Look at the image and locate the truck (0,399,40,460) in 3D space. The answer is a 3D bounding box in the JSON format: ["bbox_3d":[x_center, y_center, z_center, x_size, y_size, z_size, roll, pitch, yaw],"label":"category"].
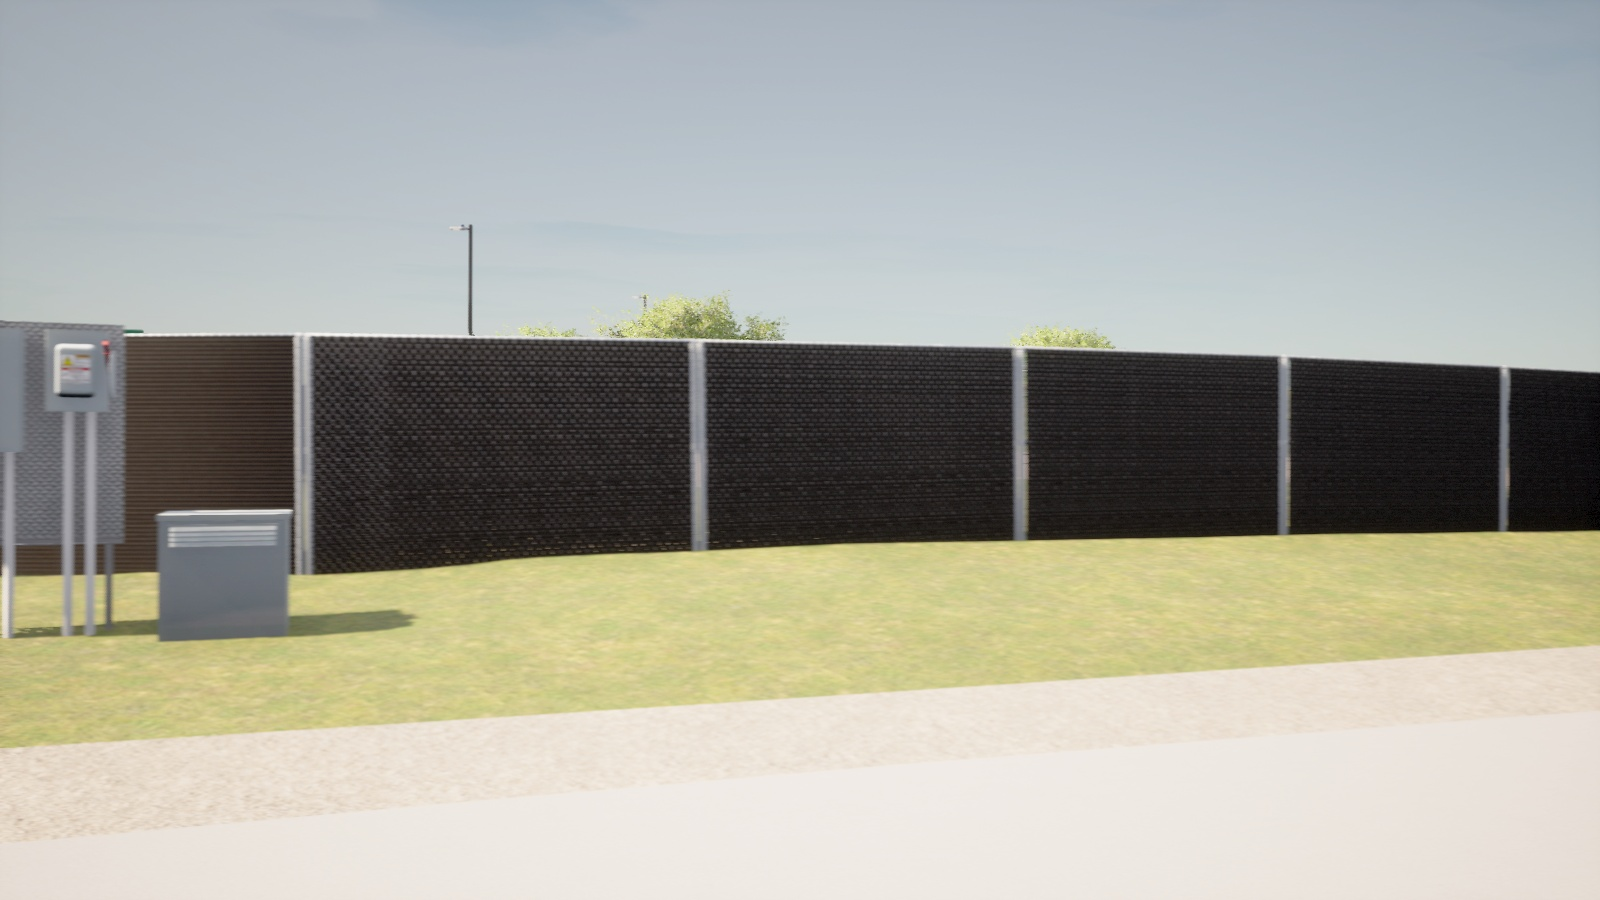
[{"bbox_3d":[-47.956,-1.208,75.050,2.891,3.462,7.936,-1,1,-20],"label":"truck"}]
